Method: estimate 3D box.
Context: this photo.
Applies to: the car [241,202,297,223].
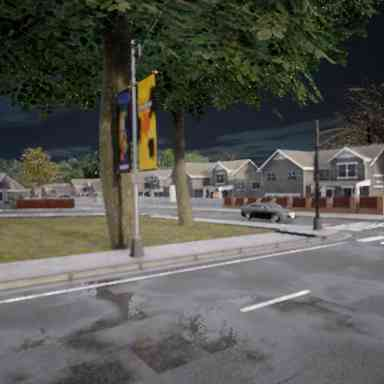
[{"bbox_3d":[5.971,1.565,26.336,2.128,1.511,4.902,-2,0,-35],"label":"car"}]
